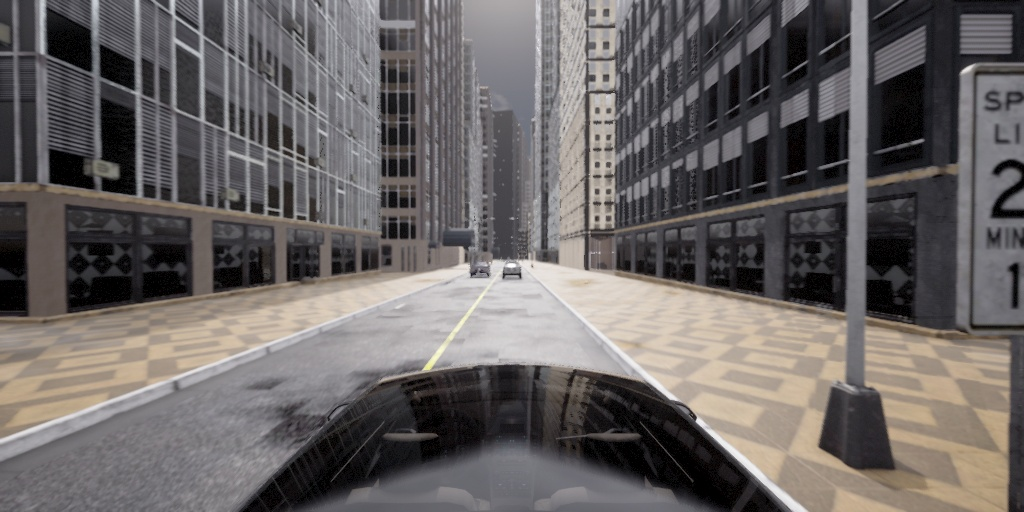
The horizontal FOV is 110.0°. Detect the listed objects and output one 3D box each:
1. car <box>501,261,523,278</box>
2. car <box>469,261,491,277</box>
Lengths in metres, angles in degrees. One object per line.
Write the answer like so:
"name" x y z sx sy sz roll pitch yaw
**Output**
"car" 0.005 1.284 33.136 2.033 1.411 5.357 0 0 0
"car" -2.996 1.194 34.817 2.033 1.411 5.357 0 0 0
